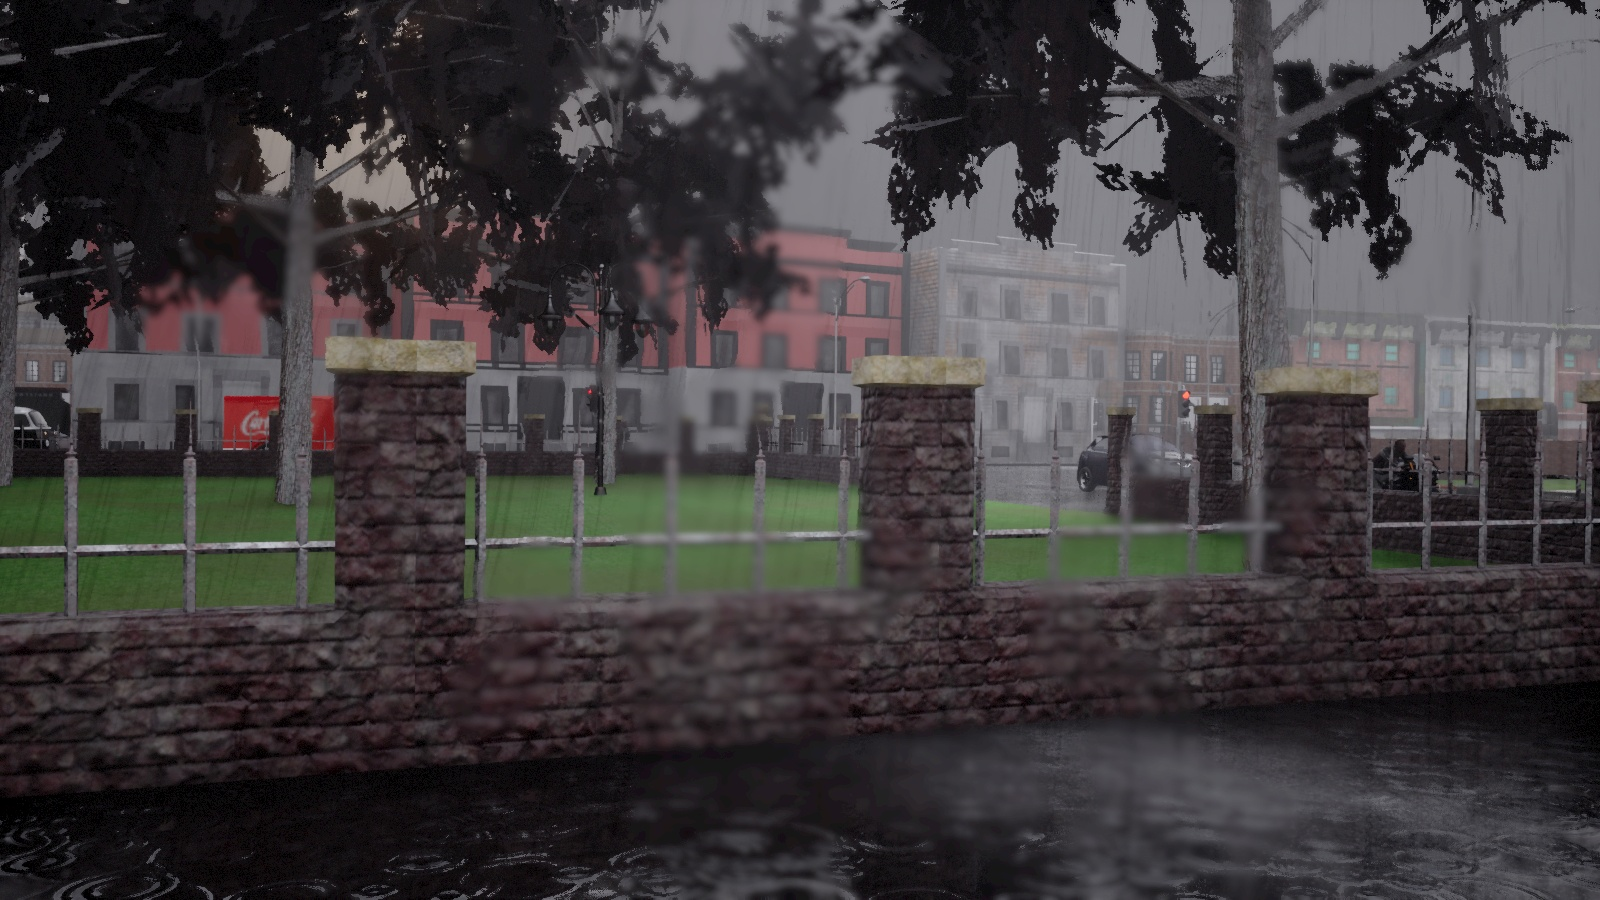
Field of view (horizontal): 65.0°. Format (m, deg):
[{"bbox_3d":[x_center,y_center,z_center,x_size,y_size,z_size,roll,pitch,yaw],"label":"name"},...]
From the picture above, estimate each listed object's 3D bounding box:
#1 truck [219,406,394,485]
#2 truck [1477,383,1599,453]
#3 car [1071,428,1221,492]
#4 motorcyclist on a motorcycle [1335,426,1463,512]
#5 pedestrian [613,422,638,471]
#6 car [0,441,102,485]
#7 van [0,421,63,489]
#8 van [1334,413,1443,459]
[{"bbox_3d":[-16.271,-0.192,41.748,5.204,2.467,2.627,-1,1,-18],"label":"truck"},{"bbox_3d":[39.333,-1.667,65.019,7.936,3.462,2.891,-1,1,-19],"label":"truck"},{"bbox_3d":[8.567,0.208,31.409,1.845,1.501,3.633,-1,1,-20],"label":"car"},{"bbox_3d":[11.227,0.327,23.635,0.866,1.530,2.191,-1,1,-21],"label":"motorcyclist on a motorcycle"},{"bbox_3d":[-6.760,-0.129,48.570,0.563,1.883,0.849,-1,1,-42],"label":"pedestrian"},{"bbox_3d":[-26.776,0.446,42.363,5.357,1.411,2.033,-1,1,-19],"label":"car"},{"bbox_3d":[-25.457,0.169,38.585,4.480,2.038,2.069,-1,1,-19],"label":"van"},{"bbox_3d":[26.411,-0.652,56.391,4.442,1.987,1.775,-1,1,-19],"label":"van"}]
